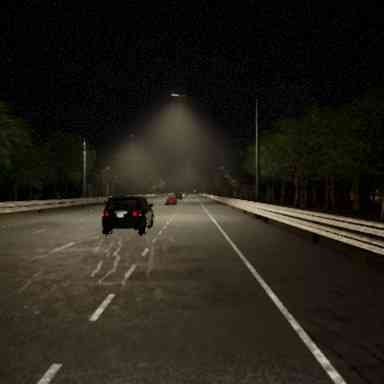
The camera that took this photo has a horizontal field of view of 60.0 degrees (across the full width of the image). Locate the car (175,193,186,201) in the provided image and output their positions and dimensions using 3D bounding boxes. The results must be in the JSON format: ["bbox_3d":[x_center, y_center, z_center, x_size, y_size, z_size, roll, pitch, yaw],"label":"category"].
[{"bbox_3d":[-3.519,1.223,87.784,2.150,2.045,5.566,0,0,0],"label":"car"}]

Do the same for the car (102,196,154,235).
[{"bbox_3d":[-3.504,1.236,18.980,2.150,2.045,5.566,0,0,0],"label":"car"}]

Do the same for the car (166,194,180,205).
[{"bbox_3d":[-3.514,1.548,58.066,1.812,1.442,4.674,0,0,0],"label":"car"}]
